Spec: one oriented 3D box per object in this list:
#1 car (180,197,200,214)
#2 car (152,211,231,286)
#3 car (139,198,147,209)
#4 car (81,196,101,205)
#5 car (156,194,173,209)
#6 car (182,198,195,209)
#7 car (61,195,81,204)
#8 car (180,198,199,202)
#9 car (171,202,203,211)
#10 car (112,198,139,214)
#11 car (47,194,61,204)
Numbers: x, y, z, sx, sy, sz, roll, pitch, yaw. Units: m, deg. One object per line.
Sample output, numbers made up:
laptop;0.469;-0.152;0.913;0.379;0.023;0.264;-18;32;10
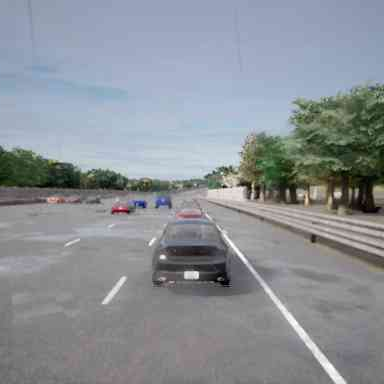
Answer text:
car;-0.228;1.410;36.822;2.097;1.767;4.553;0;0;-1
car;-0.016;1.502;9.389;1.837;1.490;4.892;0;0;0
car;-7.464;1.532;47.227;1.882;1.535;5.008;0;-1;-2
car;-18.505;1.521;62.161;1.882;1.535;5.008;0;0;-1
car;-3.967;1.295;47.391;2.150;2.045;5.566;0;0;-2
car;-0.507;1.621;48.903;1.812;1.442;4.674;0;0;-2
car;-21.990;1.376;61.812;2.097;1.767;4.553;0;0;-1
car;-0.171;1.536;27.466;1.837;1.490;4.892;0;0;-1
car;-0.082;1.540;19.943;1.812;1.442;4.674;0;0;0
car;-7.197;1.580;35.258;1.994;1.385;4.181;0;0;-2
car;-25.467;1.243;62.518;2.097;1.767;4.553;3;0;-2
